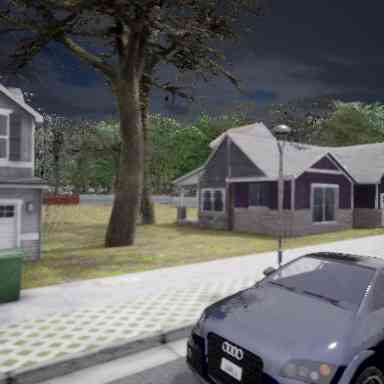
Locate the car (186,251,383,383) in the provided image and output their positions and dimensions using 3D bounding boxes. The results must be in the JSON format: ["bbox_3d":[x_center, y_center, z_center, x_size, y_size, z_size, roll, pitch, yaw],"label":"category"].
[{"bbox_3d":[1.986,1.572,4.491,4.181,1.385,1.994,0,0,-37],"label":"car"}]
